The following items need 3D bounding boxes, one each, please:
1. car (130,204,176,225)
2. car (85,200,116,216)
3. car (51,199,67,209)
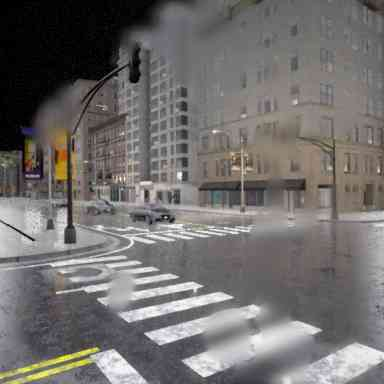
[{"bbox_3d":[-2.993,1.594,24.773,1.994,1.385,4.181,-1,0,-36],"label":"car"},{"bbox_3d":[-9.301,1.544,33.583,1.837,1.490,4.892,-1,0,-35],"label":"car"},{"bbox_3d":[-17.909,1.613,45.645,1.994,1.385,4.181,-1,0,-35],"label":"car"}]
